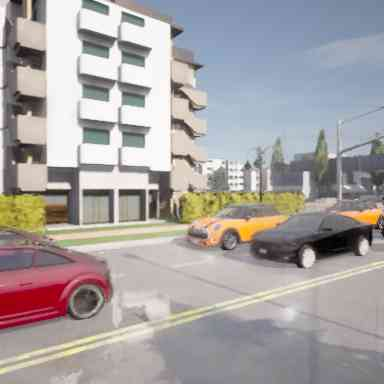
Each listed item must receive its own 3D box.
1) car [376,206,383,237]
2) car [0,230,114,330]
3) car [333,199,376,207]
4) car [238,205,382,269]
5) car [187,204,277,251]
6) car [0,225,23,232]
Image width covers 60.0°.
[{"bbox_3d":[10.844,1.484,15.899,4.181,1.385,1.994,0,0,-35],"label":"car"},{"bbox_3d":[-3.520,1.563,5.767,4.181,1.385,1.994,0,0,-35],"label":"car"},{"bbox_3d":[8.836,1.271,18.766,4.553,1.767,2.097,0,0,-35],"label":"car"},{"bbox_3d":[4.113,1.434,11.195,5.008,1.535,1.882,-1,0,-35],"label":"car"},{"bbox_3d":[1.991,1.310,13.980,4.553,1.767,2.097,0,0,-35],"label":"car"},{"bbox_3d":[-5.643,1.563,8.553,4.181,1.385,1.994,0,0,-35],"label":"car"}]
